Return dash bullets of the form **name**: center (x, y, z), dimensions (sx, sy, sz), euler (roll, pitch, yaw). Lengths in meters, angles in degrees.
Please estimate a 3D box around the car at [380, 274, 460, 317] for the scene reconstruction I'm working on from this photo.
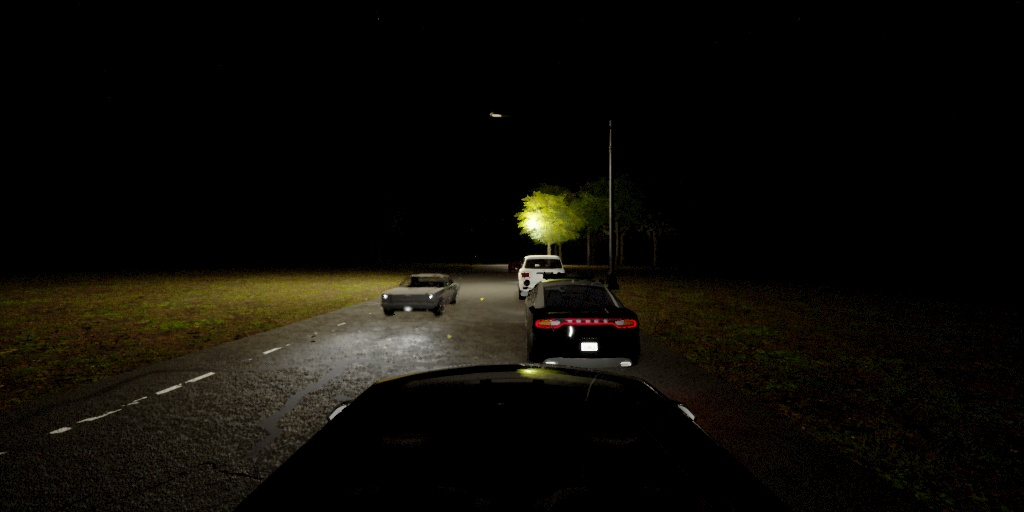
- **car**: center (-3.231, 1.359, 13.419), dimensions (1.895, 1.301, 4.718), euler (0, 0, 1)

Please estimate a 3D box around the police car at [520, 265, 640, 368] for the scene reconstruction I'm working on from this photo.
- **police car**: center (1.228, 1.175, 8.015), dimensions (1.930, 1.638, 5.238), euler (0, 0, 1)

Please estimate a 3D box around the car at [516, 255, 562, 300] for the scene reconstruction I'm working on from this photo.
- **car**: center (1.409, 0.988, 17.960), dimensions (2.150, 2.045, 5.566), euler (0, 0, 1)

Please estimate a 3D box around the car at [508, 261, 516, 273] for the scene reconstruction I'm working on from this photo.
- **car**: center (0.529, 1.342, 45.799), dimensions (1.812, 1.442, 4.674), euler (0, 0, 0)
